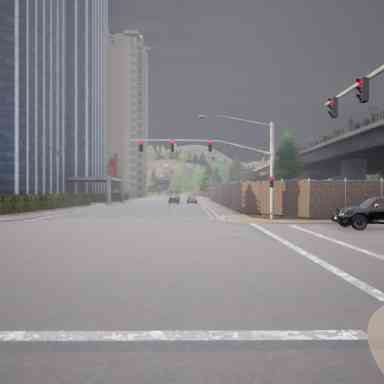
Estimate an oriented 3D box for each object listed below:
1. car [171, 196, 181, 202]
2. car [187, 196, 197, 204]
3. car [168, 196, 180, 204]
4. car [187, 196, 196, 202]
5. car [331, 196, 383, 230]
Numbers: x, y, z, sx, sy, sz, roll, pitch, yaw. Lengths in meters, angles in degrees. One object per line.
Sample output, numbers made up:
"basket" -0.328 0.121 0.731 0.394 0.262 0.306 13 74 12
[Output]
"car" -3.598 1.540 74.457 2.033 1.411 5.357 0 0 0
"car" 0.014 1.564 64.636 1.994 1.385 4.181 0 0 0
"car" -3.488 1.478 64.240 1.882 1.535 5.008 0 0 0
"car" -0.099 1.595 74.598 1.895 1.301 4.718 0 0 0
"car" 11.817 1.277 20.970 5.566 2.045 2.150 0 0 0
